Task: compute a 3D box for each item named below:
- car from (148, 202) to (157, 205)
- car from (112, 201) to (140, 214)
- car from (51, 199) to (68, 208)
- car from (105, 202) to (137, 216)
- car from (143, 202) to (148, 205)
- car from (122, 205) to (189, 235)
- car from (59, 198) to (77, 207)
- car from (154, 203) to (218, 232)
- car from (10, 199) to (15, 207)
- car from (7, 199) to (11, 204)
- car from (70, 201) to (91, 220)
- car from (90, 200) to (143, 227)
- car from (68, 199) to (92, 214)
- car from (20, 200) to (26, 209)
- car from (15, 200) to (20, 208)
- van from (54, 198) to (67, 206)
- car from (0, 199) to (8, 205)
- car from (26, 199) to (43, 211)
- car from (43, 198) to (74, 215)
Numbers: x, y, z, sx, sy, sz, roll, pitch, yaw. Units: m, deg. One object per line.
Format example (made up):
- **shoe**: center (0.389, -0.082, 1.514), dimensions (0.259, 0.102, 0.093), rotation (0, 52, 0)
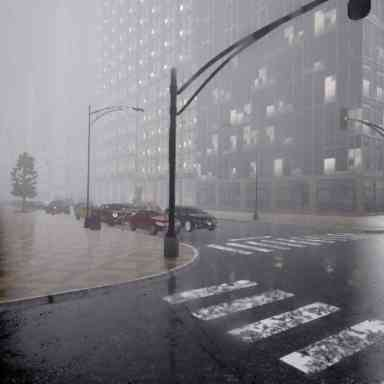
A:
- **car**: center (-5.175, 1.834, 38.145), dimensions (1.967, 1.590, 4.097), rotation (1, -1, -35)
- **car**: center (-8.532, 1.975, 42.938), dimensions (1.752, 1.417, 4.829), rotation (1, -1, -35)
- **car**: center (-24.448, 2.138, 61.165), dimensions (1.837, 1.490, 4.892), rotation (1, -2, -35)
- **car**: center (-8.121, 1.887, 37.847), dimensions (1.812, 1.442, 4.674), rotation (1, -1, -35)
- **car**: center (-6.078, 1.731, 29.356), dimensions (1.837, 1.490, 4.892), rotation (1, -1, -35)
- **car**: center (-2.260, 1.663, 19.371), dimensions (1.802, 1.307, 4.206), rotation (1, -1, -35)
- **car**: center (-24.735, 2.037, 66.079), dimensions (2.192, 1.841, 5.009), rotation (1, -1, -35)
- **car**: center (-0.313, 1.635, 21.119), dimensions (1.837, 1.490, 4.892), rotation (1, -1, -33)
- **car**: center (-31.600, 2.124, 61.270), dimensions (2.008, 1.369, 4.403), rotation (1, -1, -35)
- **car**: center (-34.860, 2.210, 65.926), dimensions (1.802, 1.307, 4.206), rotation (1, -1, -35)
- **car**: center (-8.682, 1.714, 28.544), dimensions (1.752, 1.417, 4.829), rotation (1, -1, -35)
- **car**: center (-5.520, 1.575, 24.029), dimensions (1.967, 1.590, 4.097), rotation (1, -1, -35)
- **car**: center (-11.998, 1.818, 37.830), dimensions (2.128, 1.511, 4.902), rotation (1, -1, -35)
- **car**: center (-25.080, 2.030, 51.959), dimensions (1.947, 1.339, 4.313), rotation (1, -1, -35)
- **car**: center (-28.340, 2.063, 56.615), dimensions (1.887, 1.381, 4.507), rotation (1, -1, -35)
- **van**: center (-27.995, 2.118, 70.734), dimensions (1.690, 1.788, 3.998), rotation (1, -1, -35)
- **car**: center (-41.380, 2.289, 75.237), dimensions (2.008, 1.369, 4.403), rotation (1, -1, -35)
- **car**: center (-21.820, 1.960, 47.304), dimensions (2.008, 1.369, 4.403), rotation (1, -1, -35)
- **car**: center (-15.300, 1.740, 37.995), dimensions (1.967, 1.590, 4.097), rotation (1, -1, -35)
